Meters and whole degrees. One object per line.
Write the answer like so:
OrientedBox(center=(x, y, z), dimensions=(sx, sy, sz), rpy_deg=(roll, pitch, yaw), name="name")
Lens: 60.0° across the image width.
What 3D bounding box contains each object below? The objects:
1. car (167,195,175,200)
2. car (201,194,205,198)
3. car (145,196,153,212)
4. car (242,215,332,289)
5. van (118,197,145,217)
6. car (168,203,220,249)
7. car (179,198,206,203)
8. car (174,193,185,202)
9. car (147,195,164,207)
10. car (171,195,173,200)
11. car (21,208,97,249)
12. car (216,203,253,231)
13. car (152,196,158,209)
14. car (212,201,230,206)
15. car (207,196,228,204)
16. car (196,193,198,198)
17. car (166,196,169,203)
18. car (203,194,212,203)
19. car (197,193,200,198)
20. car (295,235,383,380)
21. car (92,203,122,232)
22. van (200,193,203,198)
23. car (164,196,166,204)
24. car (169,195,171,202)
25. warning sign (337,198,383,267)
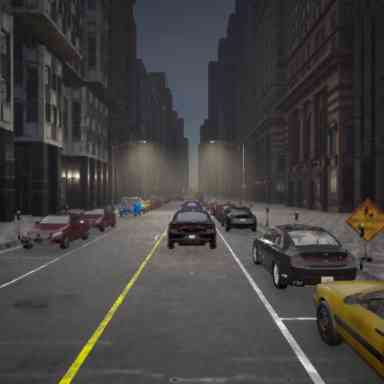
OrientedBox(center=(-5.765, 1.579, 92.981), dimensions=(1.887, 1.381, 4.507), rpy_deg=(0, 0, 0), name="car")
OrientedBox(center=(2.760, 1.532, 53.950), dimensions=(1.752, 1.417, 4.829), rpy_deg=(0, 0, 0), name="car")
OrientedBox(center=(-5.765, 1.528, 36.790), dimensions=(1.752, 1.417, 4.829), rpy_deg=(0, 0, 0), name="car")
OrientedBox(center=(2.761, 1.550, 8.966), dimensions=(2.008, 1.369, 4.403), rpy_deg=(0, 0, 0), name="car")
OrientedBox(center=(-5.765, 1.343, 31.358), dimensions=(1.690, 1.788, 3.998), rpy_deg=(0, 0, 0), name="van")
OrientedBox(center=(0.000, 1.485, 14.651), dimensions=(1.882, 1.535, 5.008), rpy_deg=(0, 0, 0), name="car")
OrientedBox(center=(0.000, 1.535, 29.651), dimensions=(1.812, 1.442, 4.674), rpy_deg=(0, 0, 0), name="car")
OrientedBox(center=(-3.000, 1.558, 76.679), dimensions=(1.895, 1.301, 4.718), rpy_deg=(0, 0, 0), name="car")
OrientedBox(center=(-5.765, 1.320, 48.164), dimensions=(2.192, 1.841, 5.009), rpy_deg=(0, 0, 0), name="car")
OrientedBox(center=(-5.765, 1.582, 70.572), dimensions=(1.947, 1.339, 4.313), rpy_deg=(0, 0, 0), name="car")
OrientedBox(center=(-5.764, 1.582, 14.551), dimensions=(1.802, 1.307, 4.206), rpy_deg=(0, 0, 0), name="car")
OrientedBox(center=(2.761, 1.566, 20.170), dimensions=(1.947, 1.339, 4.313), rpy_deg=(0, 0, 0), name="car")
OrientedBox(center=(-5.764, 1.586, 42.561), dimensions=(1.802, 1.307, 4.206), rpy_deg=(0, 0, 0), name="car")
OrientedBox(center=(2.761, 1.582, 25.772), dimensions=(1.802, 1.307, 4.206), rpy_deg=(0, 0, 0), name="car")
OrientedBox(center=(2.760, 1.442, 31.373), dimensions=(1.967, 1.590, 4.097), rpy_deg=(0, 0, 0), name="car")
OrientedBox(center=(2.759, 1.339, 81.788), dimensions=(2.192, 1.841, 5.009), rpy_deg=(0, 0, 0), name="car")
OrientedBox(center=(-5.765, 1.450, 59.368), dimensions=(1.967, 1.590, 4.097), rpy_deg=(0, 0, 0), name="car")
OrientedBox(center=(2.760, 1.444, 42.576), dimensions=(1.967, 1.590, 4.097), rpy_deg=(0, 0, 0), name="car")
OrientedBox(center=(2.759, 1.331, 70.585), dimensions=(2.192, 1.841, 5.009), rpy_deg=(0, 0, 0), name="car")
OrientedBox(center=(2.761, 1.525, 3.535), dimensions=(1.752, 1.417, 4.829), rpy_deg=(0, 0, 0), name="car")
OrientedBox(center=(-5.764, 1.582, 20.153), dimensions=(1.802, 1.307, 4.206), rpy_deg=(0, 0, 0), name="car")
OrientedBox(center=(2.760, 1.350, 59.382), dimensions=(1.690, 1.788, 3.998), rpy_deg=(0, 0, 0), name="van")
OrientedBox(center=(-5.765, 1.589, 53.766), dimensions=(1.802, 1.307, 4.206), rpy_deg=(0, 0, 0), name="car")
OrientedBox(center=(-5.765, 1.563, 64.970), dimensions=(2.008, 1.369, 4.403), rpy_deg=(0, 0, 0), name="car")
OrientedBox(center=(5.070, 1.114, 9.616), dimensions=(1.300, 1.860, 1.060), rpy_deg=(0, 0, 0), name="warning sign")
